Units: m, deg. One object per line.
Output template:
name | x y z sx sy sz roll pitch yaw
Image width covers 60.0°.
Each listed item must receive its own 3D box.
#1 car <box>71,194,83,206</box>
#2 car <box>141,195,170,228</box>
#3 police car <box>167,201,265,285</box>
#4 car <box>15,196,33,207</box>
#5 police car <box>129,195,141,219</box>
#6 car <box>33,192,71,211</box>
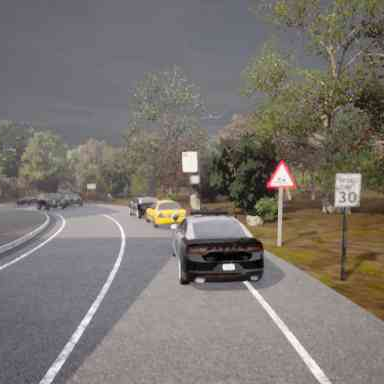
car | -16.495 1.035 44.548 2.097 1.767 4.553 -5 3 -42
car | -1.614 1.159 19.725 1.801 1.575 5.366 -2 1 -16
police car | 0.459 1.298 9.408 1.930 1.638 5.238 -1 1 -7
car | -26.717 1.465 53.800 5.008 1.535 1.882 -2 3 34
police car | -3.605 1.050 25.588 1.930 1.638 5.238 -2 1 -21
car | -16.612 1.078 39.269 2.150 2.045 5.566 -4 2 -38
